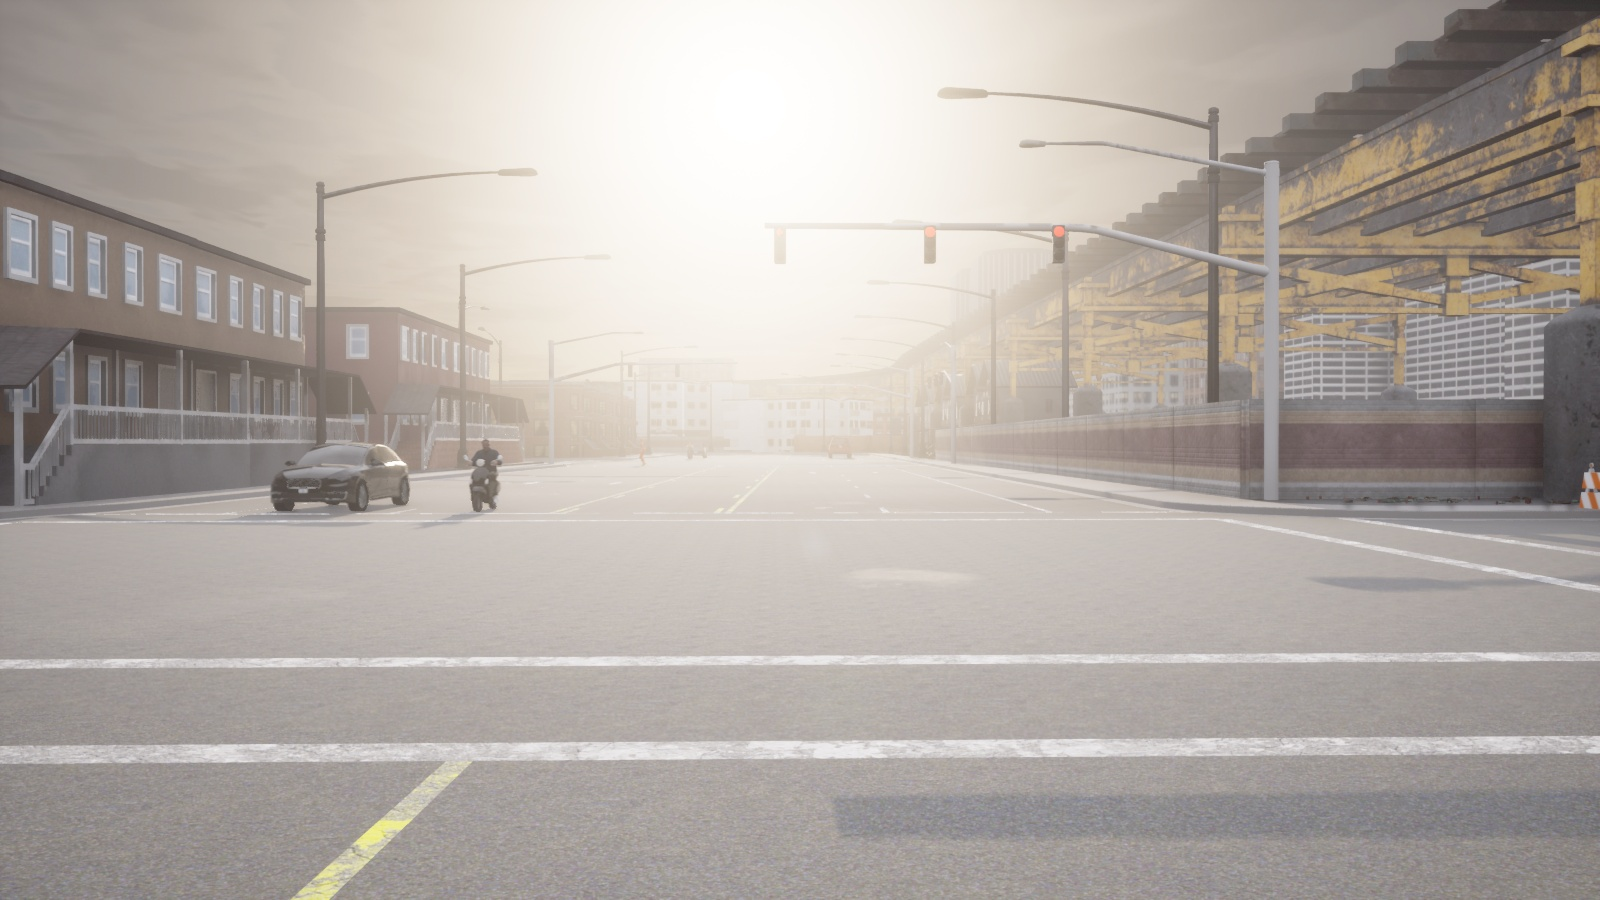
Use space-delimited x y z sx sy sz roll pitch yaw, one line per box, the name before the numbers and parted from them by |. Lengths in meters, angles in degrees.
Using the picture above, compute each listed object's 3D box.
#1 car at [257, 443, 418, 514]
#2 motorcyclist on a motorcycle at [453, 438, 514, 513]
car | -10.401 0.581 28.663 1.837 1.490 4.892 0 0 0
motorcyclist on a motorcycle | -6.901 0.539 27.484 0.866 1.590 1.817 0 0 0
